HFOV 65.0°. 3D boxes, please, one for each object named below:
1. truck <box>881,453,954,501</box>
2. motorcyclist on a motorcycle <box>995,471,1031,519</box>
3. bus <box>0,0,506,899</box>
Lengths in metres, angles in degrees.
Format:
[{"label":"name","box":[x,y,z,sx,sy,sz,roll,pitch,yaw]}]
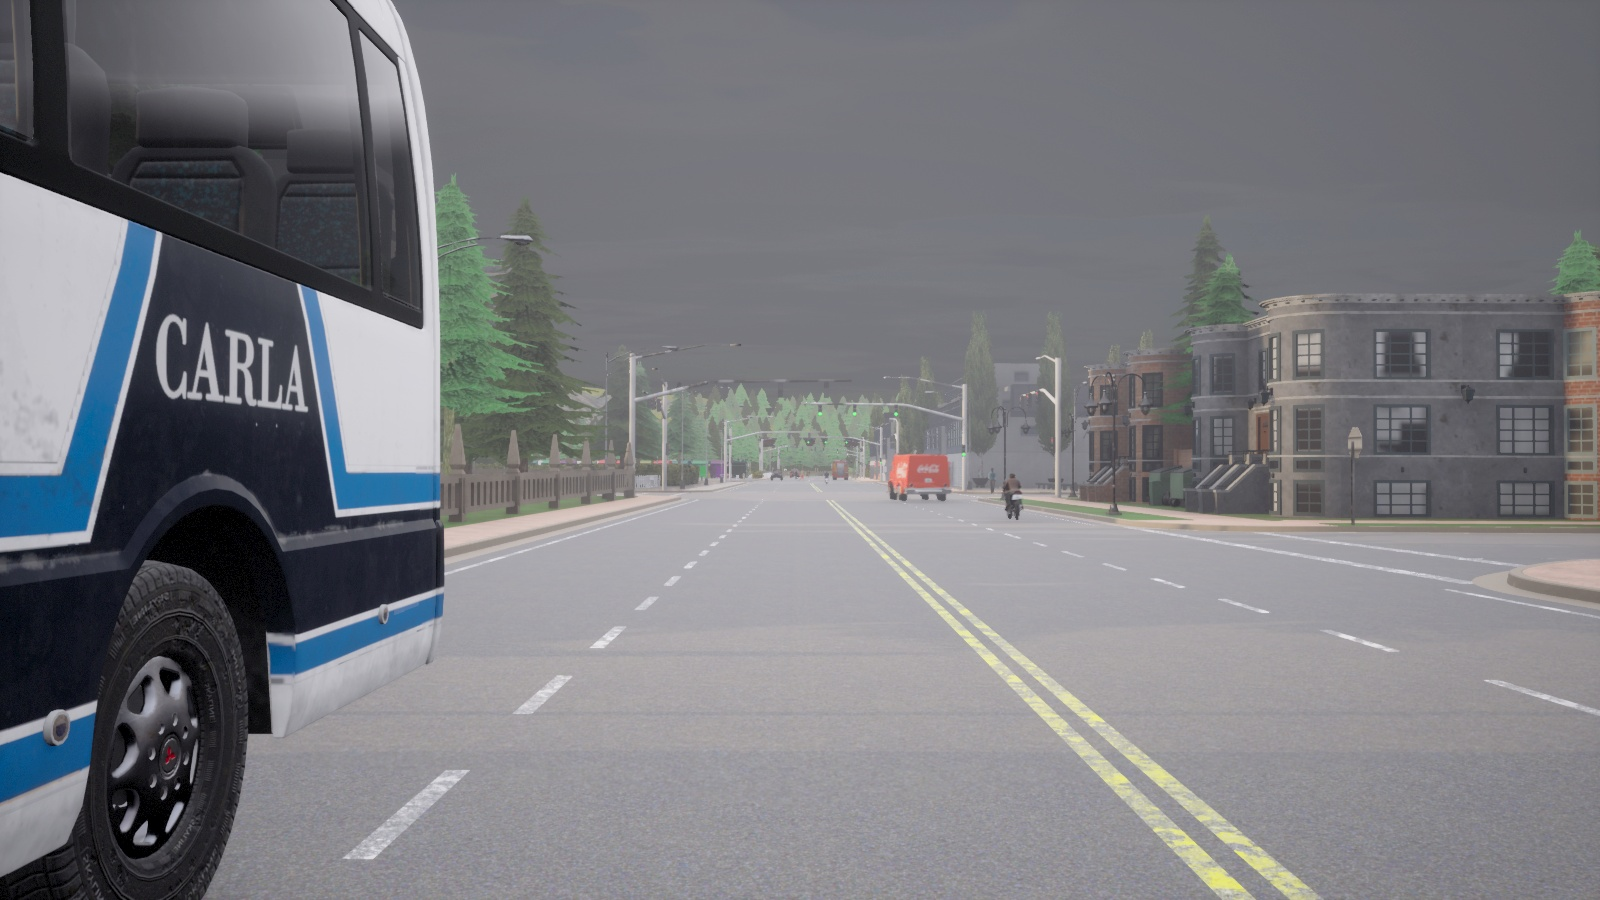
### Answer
[{"label":"truck","box":[6.248,1.442,67.723,2.627,2.467,5.204,-1,-1,-10]},{"label":"motorcyclist on a motorcycle","box":[6.907,1.452,40.772,0.797,1.523,2.044,0,-1,0]},{"label":"bus","box":[-3.508,-0.523,1.472,3.944,4.253,10.273,0,-1,0]}]
